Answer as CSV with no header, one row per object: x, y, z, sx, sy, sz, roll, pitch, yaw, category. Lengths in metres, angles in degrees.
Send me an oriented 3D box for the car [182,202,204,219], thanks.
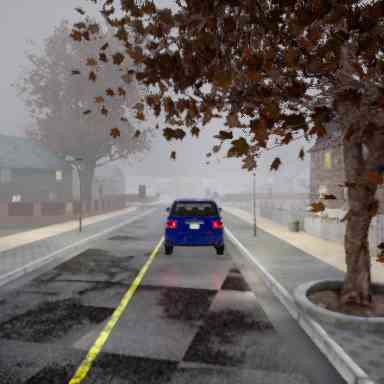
0.073,1.644,30.409,1.895,1.301,4.718,0,0,0,car

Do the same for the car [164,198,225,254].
0.090,1.232,13.643,2.150,2.045,5.566,0,0,0,car
